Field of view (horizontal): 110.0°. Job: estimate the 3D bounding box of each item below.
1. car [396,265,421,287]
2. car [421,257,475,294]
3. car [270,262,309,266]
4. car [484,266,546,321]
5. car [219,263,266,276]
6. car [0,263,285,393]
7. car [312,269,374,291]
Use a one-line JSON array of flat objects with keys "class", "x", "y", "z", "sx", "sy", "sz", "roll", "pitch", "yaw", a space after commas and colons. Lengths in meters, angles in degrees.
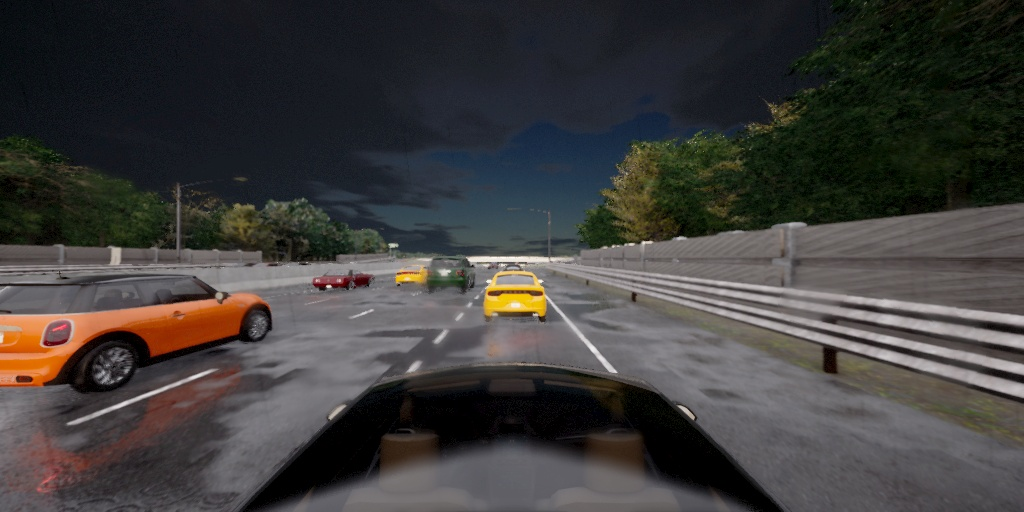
[{"class": "car", "x": -6.896, "y": 1.366, "z": 26.103, "sx": 1.882, "sy": 1.535, "sz": 5.008, "roll": 0, "pitch": 0, "yaw": 0}, {"class": "car", "x": -3.497, "y": 1.071, "z": 21.263, "sx": 2.150, "sy": 2.045, "sz": 5.566, "roll": 0, "pitch": 0, "yaw": 0}, {"class": "car", "x": -24.547, "y": 1.510, "z": 40.490, "sx": 1.837, "sy": 1.490, "sz": 4.892, "roll": 0, "pitch": -1, "yaw": 1}, {"class": "car", "x": 0.102, "y": 1.266, "z": 12.691, "sx": 1.882, "sy": 1.535, "sz": 5.008, "roll": 0, "pitch": 0, "yaw": 0}, {"class": "car", "x": -31.521, "y": 1.524, "z": 42.149, "sx": 1.837, "sy": 1.490, "sz": 4.892, "roll": 0, "pitch": -1, "yaw": 1}, {"class": "car", "x": -6.899, "y": 1.113, "z": 6.890, "sx": 2.097, "sy": 1.767, "sz": 4.553, "roll": 0, "pitch": 0, "yaw": 0}, {"class": "car", "x": -10.396, "y": 1.461, "z": 22.594, "sx": 1.895, "sy": 1.301, "sz": 4.718, "roll": 0, "pitch": 0, "yaw": 0}]
